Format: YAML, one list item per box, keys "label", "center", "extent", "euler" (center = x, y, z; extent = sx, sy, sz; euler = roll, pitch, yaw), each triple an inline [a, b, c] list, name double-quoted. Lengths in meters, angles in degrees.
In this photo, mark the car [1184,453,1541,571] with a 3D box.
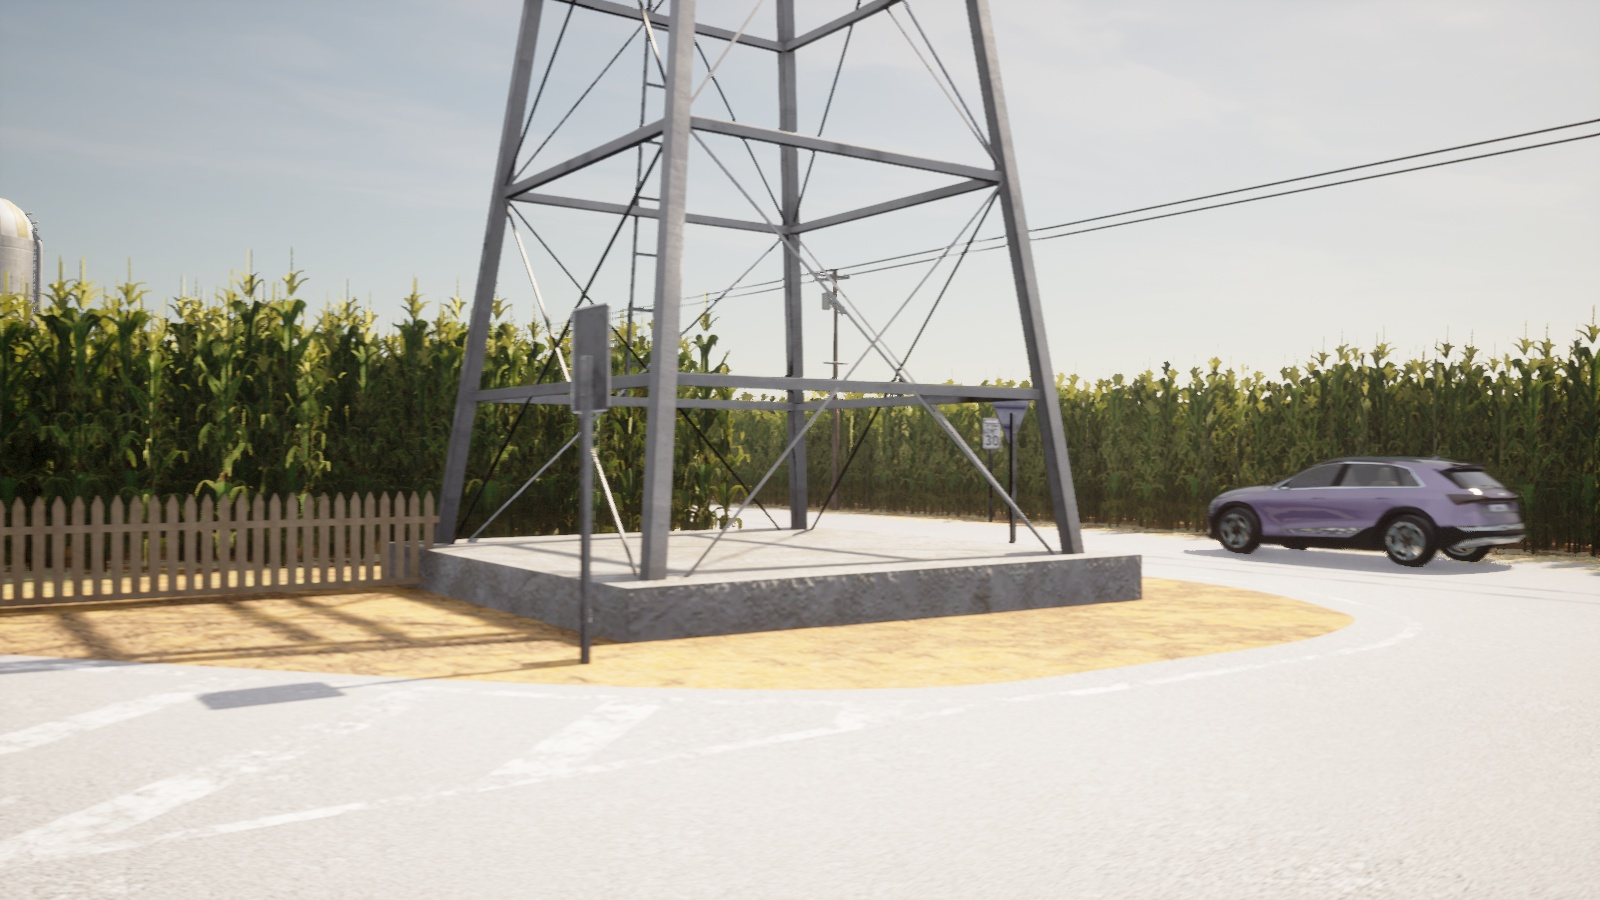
- label: "car"
  center: [8.825, 0.874, 20.137]
  extent: [2.033, 1.649, 4.856]
  euler: [0, 0, -35]
